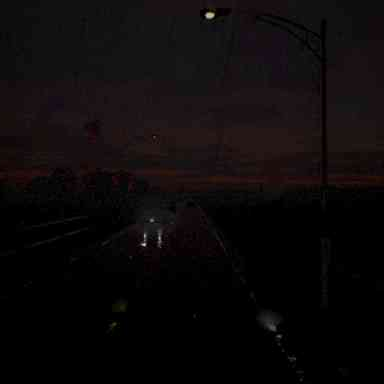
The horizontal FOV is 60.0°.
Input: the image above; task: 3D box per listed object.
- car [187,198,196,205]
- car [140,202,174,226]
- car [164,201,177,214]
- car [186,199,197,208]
[{"bbox_3d":[-0.129,2.170,73.416,1.812,1.442,4.674,0,-1,0],"label":"car"},{"bbox_3d":[-2.810,1.765,25.820,2.128,1.511,4.902,0,-1,0],"label":"car"},{"bbox_3d":[-2.820,1.777,40.373,2.033,1.411,5.357,0,-1,0],"label":"car"},{"bbox_3d":[-0.111,2.236,62.990,2.033,1.411,5.357,0,-1,0],"label":"car"}]
